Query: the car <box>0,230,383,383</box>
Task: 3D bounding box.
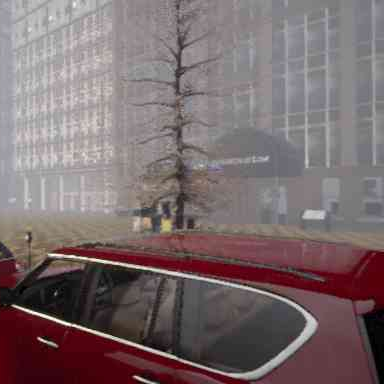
[{"bbox_3d":[-0.446,1.313,3.196,5.009,1.841,2.192,0,0,35],"label":"car"}]
